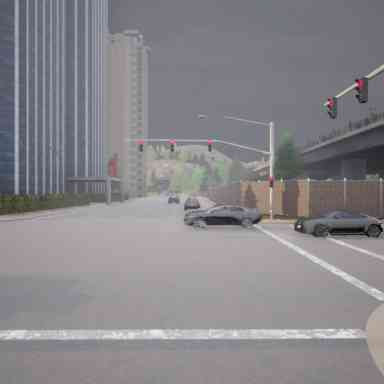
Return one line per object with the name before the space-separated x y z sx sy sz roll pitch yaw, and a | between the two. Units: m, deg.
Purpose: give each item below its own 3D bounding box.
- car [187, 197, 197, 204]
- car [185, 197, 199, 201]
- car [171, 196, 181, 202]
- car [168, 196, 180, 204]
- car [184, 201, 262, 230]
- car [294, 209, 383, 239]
car | -0.012 1.601 64.188 1.895 1.301 4.718 0 0 0
car | 0.017 1.564 43.755 1.994 1.385 4.181 0 0 0
car | -3.628 1.540 74.499 2.033 1.411 5.357 0 0 0
car | -3.513 1.478 64.282 1.882 1.535 5.008 0 0 0
car | 1.929 1.518 20.972 4.902 1.511 2.128 0 0 0
car | 7.558 1.616 17.346 4.181 1.385 1.994 0 0 -3
